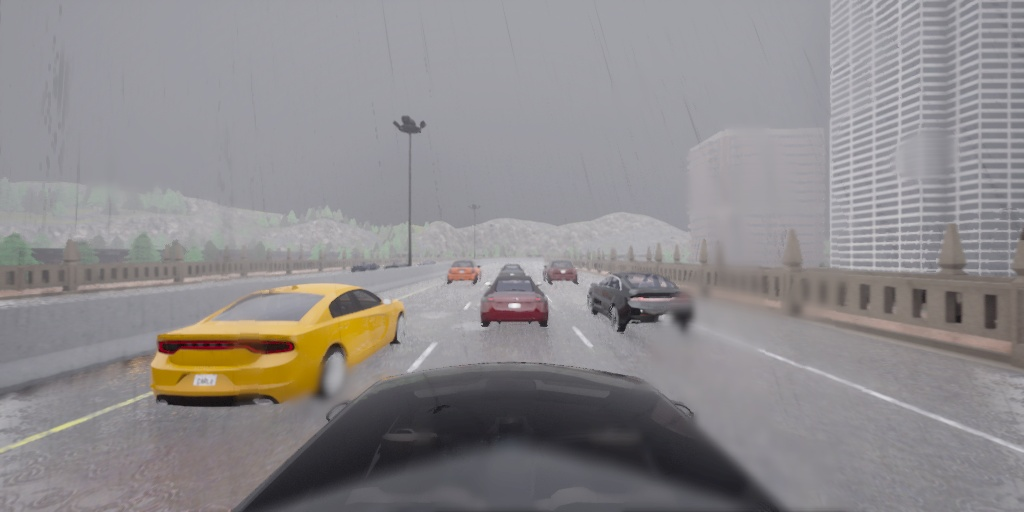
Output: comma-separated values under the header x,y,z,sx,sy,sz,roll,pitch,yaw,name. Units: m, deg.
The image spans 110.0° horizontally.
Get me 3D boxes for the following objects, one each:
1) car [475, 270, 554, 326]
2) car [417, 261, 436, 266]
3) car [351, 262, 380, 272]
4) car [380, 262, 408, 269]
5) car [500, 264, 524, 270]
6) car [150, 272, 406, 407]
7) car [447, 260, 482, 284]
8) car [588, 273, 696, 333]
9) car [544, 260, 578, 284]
x,y,z,sx,sy,sz,roll,pitch,yaw,name
0.070,1.315,11.704,1.994,1.385,4.181,0,0,0,car
-10.716,1.308,45.451,2.033,1.411,5.357,0,0,0,car
-17.705,1.365,43.532,1.895,1.301,4.718,0,0,0,car
-14.210,1.363,44.342,1.895,1.301,4.718,0,0,0,car
0.026,1.316,27.696,1.994,1.385,4.181,0,0,0,car
-3.420,1.230,6.469,1.882,1.535,5.008,0,0,0,car
-3.471,1.106,26.886,2.097,1.767,4.553,0,0,0,car
3.573,1.240,10.742,2.128,1.511,4.902,0,0,0,car
3.529,1.102,26.804,2.097,1.767,4.553,0,0,0,car
